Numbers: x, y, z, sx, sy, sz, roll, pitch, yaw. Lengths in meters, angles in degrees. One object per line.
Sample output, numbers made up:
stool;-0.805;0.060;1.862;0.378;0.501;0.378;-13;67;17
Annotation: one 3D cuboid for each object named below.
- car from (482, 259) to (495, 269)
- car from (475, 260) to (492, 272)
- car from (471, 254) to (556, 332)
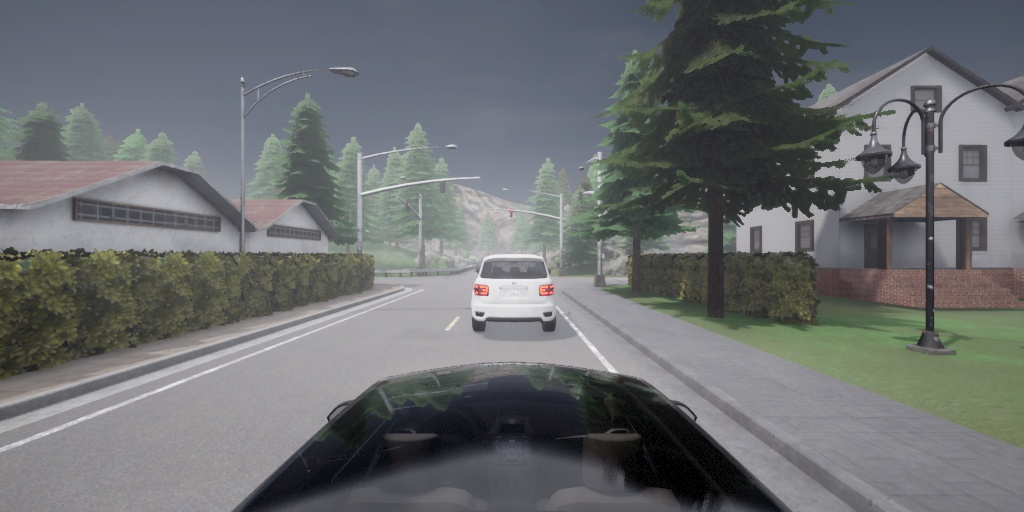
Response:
car;-3.615;1.281;56.337;1.812;1.442;4.674;0;0;0
car;-3.613;1.259;46.097;1.837;1.490;4.892;0;0;0
car;0.061;0.972;11.022;2.150;2.045;5.566;0;0;0
